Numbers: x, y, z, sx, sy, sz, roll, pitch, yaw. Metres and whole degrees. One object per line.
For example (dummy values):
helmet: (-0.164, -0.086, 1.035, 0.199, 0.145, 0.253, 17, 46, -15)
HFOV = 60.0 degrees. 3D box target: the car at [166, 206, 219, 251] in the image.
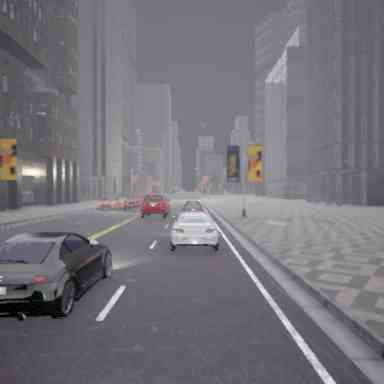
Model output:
car: (0.097, 1.514, 13.999, 1.812, 1.442, 4.674, 0, 0, 0)

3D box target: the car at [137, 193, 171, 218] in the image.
car: (-3.158, 1.181, 29.641, 2.150, 2.045, 5.566, 0, 0, 0)

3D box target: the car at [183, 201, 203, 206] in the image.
car: (0.091, 1.520, 31.055, 1.994, 1.385, 4.181, 0, 0, 0)

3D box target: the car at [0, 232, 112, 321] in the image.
car: (-3.153, 1.560, 7.372, 1.994, 1.385, 4.181, 0, 0, 0)

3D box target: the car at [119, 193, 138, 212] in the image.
car: (-6.603, 1.158, 39.020, 2.150, 2.045, 5.566, 0, 0, 0)

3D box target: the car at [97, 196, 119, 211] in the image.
car: (-9.849, 1.288, 40.098, 2.097, 1.767, 4.553, 0, 0, 0)
